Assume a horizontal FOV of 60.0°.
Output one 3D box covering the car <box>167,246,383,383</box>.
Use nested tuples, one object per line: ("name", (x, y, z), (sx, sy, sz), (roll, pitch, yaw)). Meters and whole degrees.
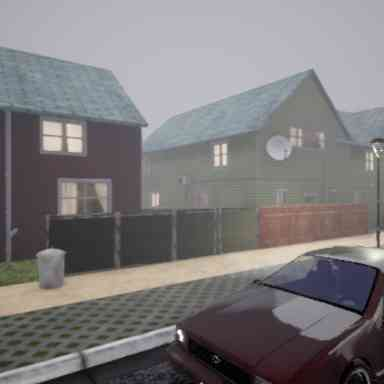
("car", (2.332, 1.547, 4.736), (5.357, 1.411, 2.033), (0, 0, -36))
